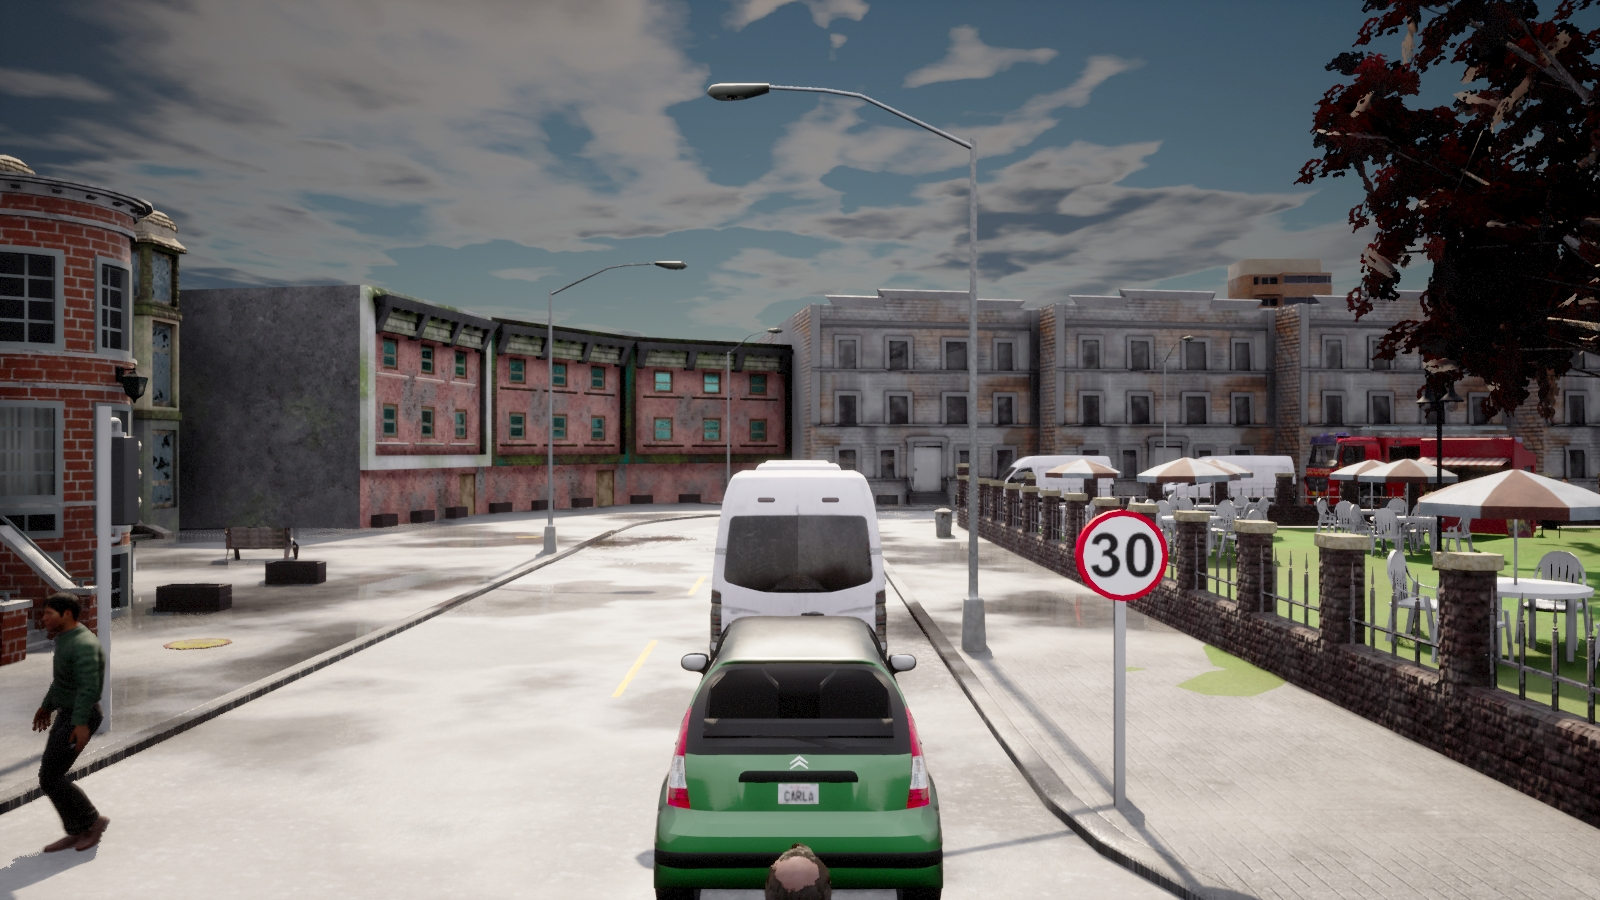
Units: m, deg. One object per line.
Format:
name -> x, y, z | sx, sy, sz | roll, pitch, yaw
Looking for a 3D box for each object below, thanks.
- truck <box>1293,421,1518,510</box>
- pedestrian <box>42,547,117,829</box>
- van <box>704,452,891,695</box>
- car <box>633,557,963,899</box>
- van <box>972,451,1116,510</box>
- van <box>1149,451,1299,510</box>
truck -> 26.739, 0.670, 50.713 | 8.468, 3.827, 2.891 | 0, 0, 0
pedestrian -> -5.028, 1.629, 7.973 | 0.375, 1.860, 0.375 | 0, 0, -44
van -> -0.025, 1.315, 15.105 | 1.988, 2.561, 5.915 | 0, 0, 0
car -> -0.015, 1.779, 8.404 | 1.851, 1.617, 3.988 | 0, 0, 0
van -> 10.708, 1.315, 50.430 | 5.915, 2.561, 1.988 | 0, 0, 0
van -> 18.656, 1.314, 50.452 | 5.915, 2.561, 1.988 | 0, 0, 0
